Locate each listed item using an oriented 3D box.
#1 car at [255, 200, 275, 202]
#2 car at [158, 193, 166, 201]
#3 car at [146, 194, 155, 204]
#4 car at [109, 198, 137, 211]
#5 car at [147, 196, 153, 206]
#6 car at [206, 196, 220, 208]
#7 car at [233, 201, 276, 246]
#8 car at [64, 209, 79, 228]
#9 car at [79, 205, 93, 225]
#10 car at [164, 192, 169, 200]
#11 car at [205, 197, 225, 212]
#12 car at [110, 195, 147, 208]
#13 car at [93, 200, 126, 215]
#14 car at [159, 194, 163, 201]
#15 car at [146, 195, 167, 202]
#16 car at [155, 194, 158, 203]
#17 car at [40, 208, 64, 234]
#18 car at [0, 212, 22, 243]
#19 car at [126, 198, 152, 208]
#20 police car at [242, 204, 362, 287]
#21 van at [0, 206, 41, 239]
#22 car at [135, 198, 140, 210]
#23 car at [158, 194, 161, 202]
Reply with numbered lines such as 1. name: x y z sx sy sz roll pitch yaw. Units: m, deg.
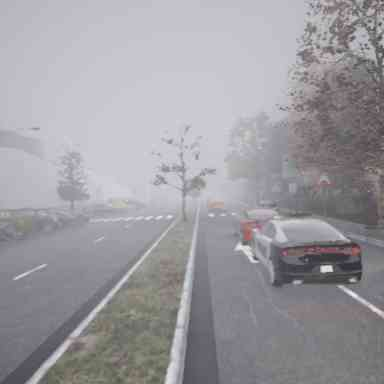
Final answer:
1. car: 5.505 1.338 25.688 2.128 1.511 4.902 -3 -1 2
2. car: -9.779 1.822 82.747 4.792 1.488 2.163 -4 1 -18
3. car: -10.439 1.829 61.716 5.566 2.045 2.435 -4 1 -18
4. car: -11.001 2.156 46.654 5.366 1.575 1.946 -3 0 -18
5. car: -10.311 2.088 58.786 5.366 1.575 1.946 -4 0 -18
6. car: 3.126 1.479 51.125 1.882 1.535 5.008 -3 0 2
7. car: 3.016 1.441 15.352 1.882 1.535 5.008 -3 0 2
8. car: -11.426 2.188 25.709 4.674 1.452 2.002 -3 0 -18
9. car: -11.319 2.177 28.726 4.792 1.488 2.163 -3 0 -18
10. car: -9.713 1.497 85.746 5.566 2.045 2.435 -4 1 -18
11. car: 2.805 1.488 38.664 1.882 1.535 5.008 -3 0 2
12. car: -10.644 1.885 52.738 5.566 2.045 2.435 -3 0 -18
13. car: -10.973 2.179 40.727 4.792 1.488 2.163 -3 0 -18
14. car: -9.968 1.889 76.734 5.008 1.535 2.097 -4 1 -18
15. car: -9.728 1.672 91.670 5.366 1.575 1.946 -4 1 -18
16. car: -10.182 1.853 70.725 4.553 1.767 2.185 -4 0 -18
17. car: -11.497 2.021 22.738 4.553 1.767 2.185 -3 0 -18
18. car: -11.685 2.148 16.766 4.892 1.521 2.231 -3 0 -18
19. car: -10.338 2.080 64.716 4.792 1.488 2.163 -4 1 -18
20. police car: 2.847 1.387 9.463 1.930 1.638 5.238 -3 0 2
21. van: -11.728 1.929 19.708 4.442 1.987 1.878 -3 0 -18
22. car: -10.744 2.184 49.721 4.674 1.452 2.002 -3 0 -18
23. car: -10.060 1.975 73.736 4.674 1.452 2.002 -4 0 -18
